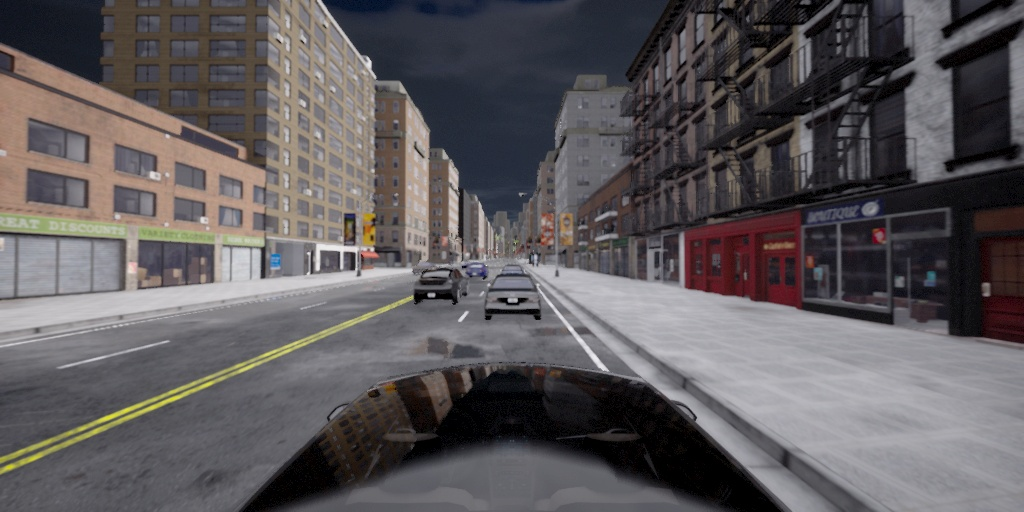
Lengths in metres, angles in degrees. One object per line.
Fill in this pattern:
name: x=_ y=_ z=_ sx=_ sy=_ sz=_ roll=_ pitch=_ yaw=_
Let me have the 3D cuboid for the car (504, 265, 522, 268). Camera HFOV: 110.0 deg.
car: x=0.041 y=1.363 z=27.837 sx=2.033 sy=1.411 sz=5.357 roll=0 pitch=0 yaw=1

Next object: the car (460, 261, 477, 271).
car: x=-6.558 y=1.484 z=54.500 sx=1.895 sy=1.301 sz=4.718 roll=0 pitch=0 yaw=0

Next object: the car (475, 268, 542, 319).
car: x=0.047 y=1.327 z=12.839 sx=2.033 sy=1.411 sz=5.357 roll=0 pitch=0 yaw=1

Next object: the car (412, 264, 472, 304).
car: x=-3.175 y=1.295 z=16.662 sx=1.837 sy=1.490 sz=4.892 roll=0 pitch=0 yaw=0

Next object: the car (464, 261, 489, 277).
car: x=-3.162 y=1.353 z=32.828 sx=1.812 sy=1.442 sz=4.674 roll=0 pitch=0 yaw=0

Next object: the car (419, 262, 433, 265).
car: x=-9.845 y=1.395 z=40.802 sx=2.033 sy=1.411 sz=5.357 roll=0 pitch=0 yaw=0
